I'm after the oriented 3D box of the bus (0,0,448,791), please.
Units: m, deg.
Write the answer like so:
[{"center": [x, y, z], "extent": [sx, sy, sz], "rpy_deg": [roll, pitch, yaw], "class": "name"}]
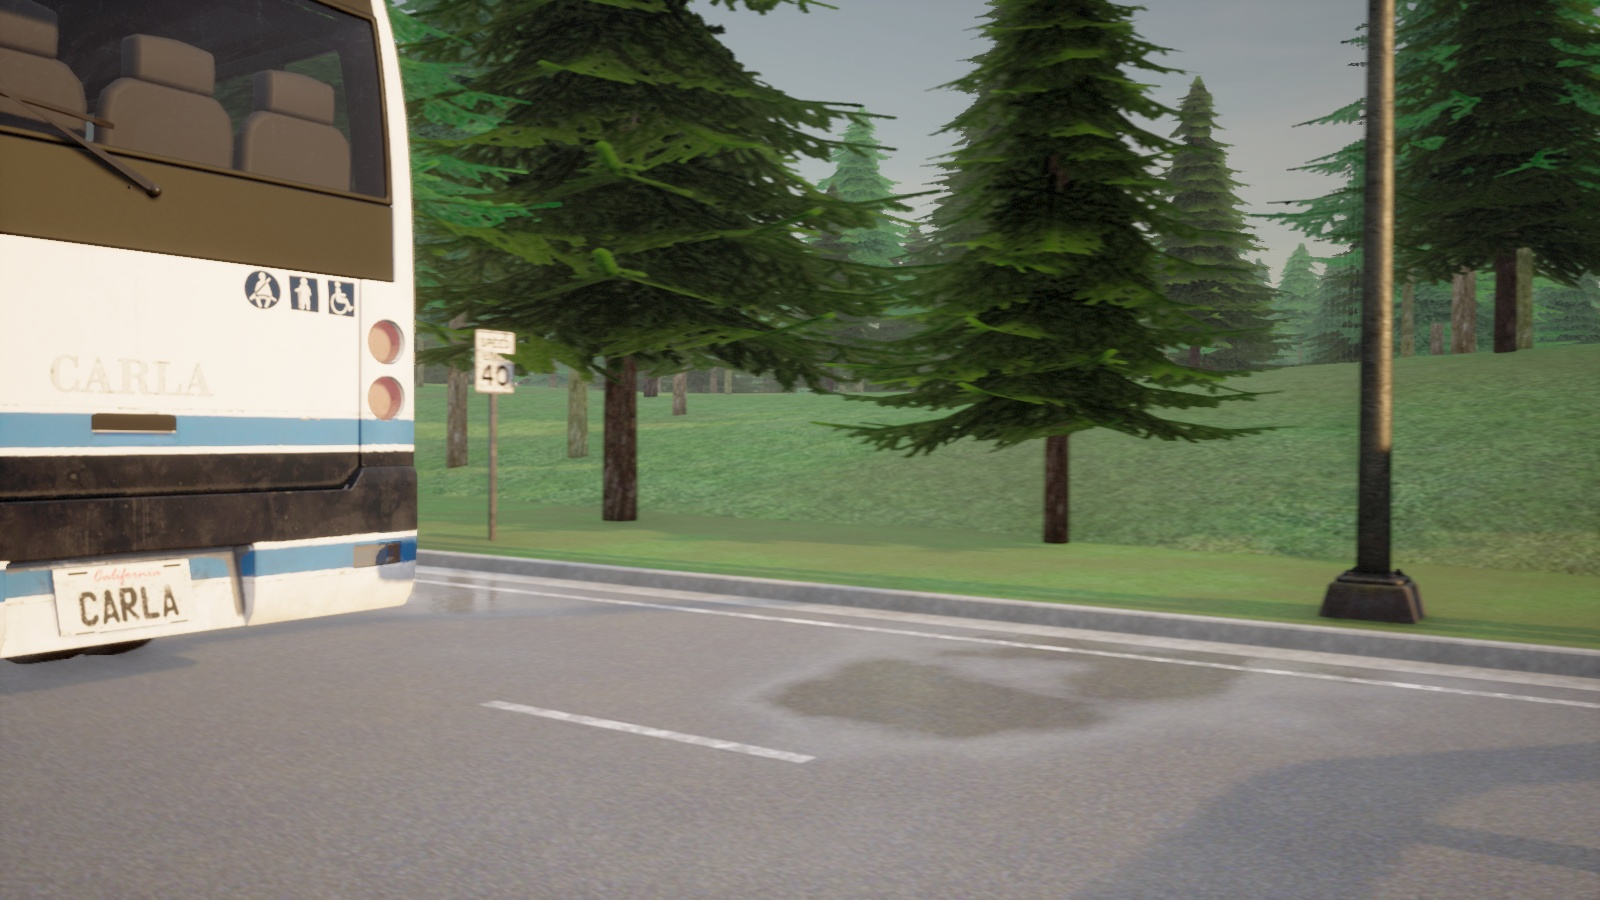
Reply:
[{"center": [-7.460, -0.667, 8.554], "extent": [10.273, 4.253, 3.944], "rpy_deg": [0, 1, 34], "class": "bus"}]
